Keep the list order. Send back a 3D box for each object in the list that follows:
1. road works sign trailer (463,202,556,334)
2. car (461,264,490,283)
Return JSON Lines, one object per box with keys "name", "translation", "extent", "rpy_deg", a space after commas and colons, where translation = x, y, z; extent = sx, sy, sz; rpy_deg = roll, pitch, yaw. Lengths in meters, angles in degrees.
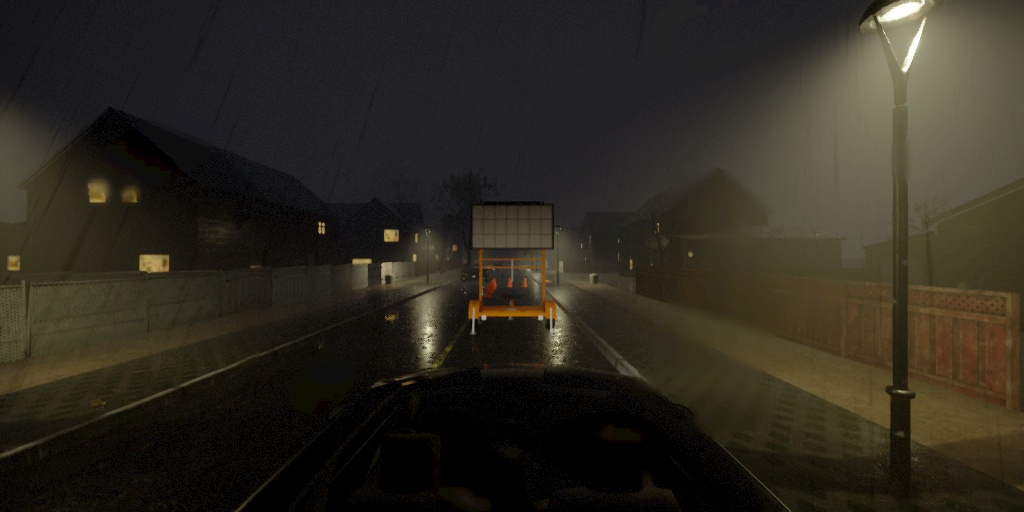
{"name": "road works sign trailer", "translation": [0.010, 0.213, 10.546], "extent": [2.380, 3.560, 2.880], "rpy_deg": [0, 0, 0]}
{"name": "car", "translation": [-2.824, 1.353, 28.469], "extent": [1.994, 1.385, 4.181], "rpy_deg": [0, 0, 0]}
